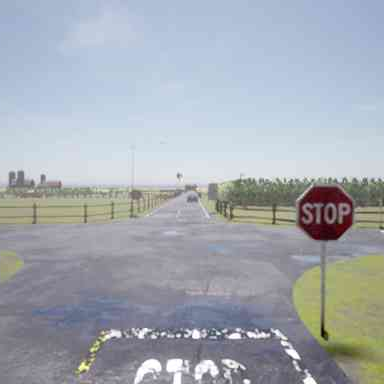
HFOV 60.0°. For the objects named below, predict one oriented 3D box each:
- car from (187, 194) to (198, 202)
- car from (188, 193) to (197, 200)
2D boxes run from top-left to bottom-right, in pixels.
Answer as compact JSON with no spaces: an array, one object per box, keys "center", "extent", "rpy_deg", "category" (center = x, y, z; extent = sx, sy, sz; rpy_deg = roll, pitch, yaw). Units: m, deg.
[{"center":[0.080,1.083,64.049],"extent":[2.097,1.767,4.553],"rpy_deg":[0,0,0],"category":"car"},{"center":[0.092,1.054,74.084],"extent":[2.033,1.411,5.357],"rpy_deg":[0,0,0],"category":"car"}]
